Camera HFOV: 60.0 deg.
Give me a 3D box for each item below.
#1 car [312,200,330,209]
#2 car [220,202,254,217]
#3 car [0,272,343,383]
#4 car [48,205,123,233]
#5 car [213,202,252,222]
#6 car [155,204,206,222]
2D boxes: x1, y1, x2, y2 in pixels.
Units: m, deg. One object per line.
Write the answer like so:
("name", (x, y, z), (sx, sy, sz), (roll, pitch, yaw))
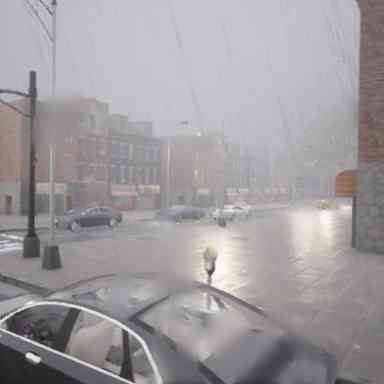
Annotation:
("car", (21.372, 1.989, 55.069), (1.882, 1.535, 5.008), (1, 1, 36))
("car", (5.122, 1.902, 37.421), (1.812, 1.442, 4.674), (1, 0, 36))
("car", (-0.832, 1.544, 3.387), (4.403, 1.369, 2.008), (0, 1, 36))
("car", (-6.593, 1.616, 21.065), (2.128, 1.511, 4.902), (1, 0, 36))
("car", (3.629, 1.880, 30.303), (1.812, 1.442, 4.674), (1, 0, 35))
("car", (-0.858, 1.802, 29.087), (2.033, 1.411, 5.357), (1, 0, 35))
